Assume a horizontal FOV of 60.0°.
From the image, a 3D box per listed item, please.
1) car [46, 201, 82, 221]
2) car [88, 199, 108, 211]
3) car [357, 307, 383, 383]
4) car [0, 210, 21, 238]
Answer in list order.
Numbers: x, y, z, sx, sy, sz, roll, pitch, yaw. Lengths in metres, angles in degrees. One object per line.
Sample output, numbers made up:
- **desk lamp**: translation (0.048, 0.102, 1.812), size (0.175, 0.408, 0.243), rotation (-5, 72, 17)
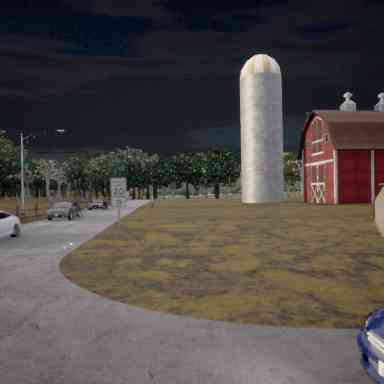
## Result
- **car**: translation (-10.655, 1.561, 27.961), size (1.837, 1.490, 4.892), rotation (-1, -1, -5)
- **car**: translation (-11.984, 1.661, 42.627), size (1.994, 1.385, 4.181), rotation (-1, 0, -5)
- **car**: translation (4.228, 1.522, 3.616), size (4.674, 1.442, 1.812), rotation (0, 0, -9)
- **car**: translation (-9.515, 1.577, 15.183), size (1.812, 1.442, 4.674), rotation (-1, 1, -4)
